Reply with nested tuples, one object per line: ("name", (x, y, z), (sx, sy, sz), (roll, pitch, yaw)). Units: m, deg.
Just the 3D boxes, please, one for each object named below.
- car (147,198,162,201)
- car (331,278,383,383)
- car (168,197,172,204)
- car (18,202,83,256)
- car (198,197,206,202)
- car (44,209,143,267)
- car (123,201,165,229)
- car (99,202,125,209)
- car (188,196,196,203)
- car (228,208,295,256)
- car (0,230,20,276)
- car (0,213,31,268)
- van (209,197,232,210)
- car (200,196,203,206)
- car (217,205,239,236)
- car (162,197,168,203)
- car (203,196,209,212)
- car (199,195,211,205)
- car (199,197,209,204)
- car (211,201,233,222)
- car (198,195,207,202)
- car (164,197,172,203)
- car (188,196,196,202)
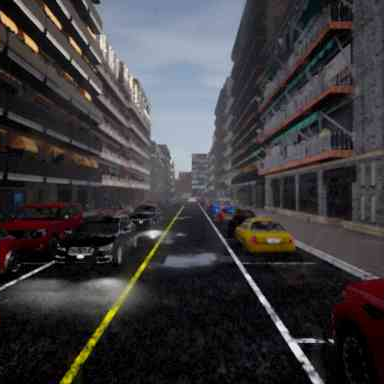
("car", (-5.706, 1.731, 46.323), (1.887, 1.381, 4.507), (0, 0, 0))
("car", (2.688, 1.323, 1.975), (2.192, 1.841, 5.009), (0, 0, 0))
("car", (-5.714, 1.901, 74.042), (1.947, 1.339, 4.313), (0, 0, 0))
("car", (-5.696, 1.360, 13.063), (2.192, 1.841, 5.009), (0, 0, 0))
("car", (2.662, 1.984, 90.703), (1.887, 1.381, 4.507), (0, 0, 0))
("car", (-3.102, 1.545, 11.652), (1.837, 1.490, 4.892), (0, 0, 0))
("car", (-3.099, 1.585, 22.575), (1.837, 1.490, 4.892), (0, 0, 0))
("car", (-5.699, 1.525, 24.150), (1.967, 1.590, 4.097), (0, 0, 0))
("car", (-0.021, 1.865, 76.459), (1.812, 1.442, 4.674), (0, 0, 0))
("car", (2.685, 1.572, 13.237), (1.752, 1.417, 4.829), (0, 0, 0))
("car", (-3.104, 1.358, 1.646), (2.097, 1.767, 4.553), (0, 0, 0))
("car", (-5.694, 1.466, 7.519), (1.967, 1.590, 4.097), (0, 0, 0))
("van", (2.679, 1.450, 29.705), (1.690, 1.788, 3.998), (0, 0, 0))
("car", (2.673, 1.766, 51.885), (2.008, 1.369, 4.403), (0, 0, 0))
("car", (2.683, 1.631, 18.612), (1.947, 1.339, 4.313), (0, 0, 0))
("car", (-5.709, 1.788, 57.411), (1.887, 1.381, 4.507), (0, 0, 0))
("car", (2.676, 1.599, 40.794), (1.967, 1.590, 4.097), (0, 0, 0))
("car", (2.667, 1.619, 68.523), (2.192, 1.841, 5.009), (0, 0, 0))
("car", (2.667, 1.886, 74.067), (2.008, 1.369, 4.403), (0, 0, 0))
("car", (2.682, 1.630, 24.158), (1.887, 1.381, 4.507), (0, 0, 0))
("car", (2.670, 1.818, 62.976), (1.887, 1.381, 4.507), (0, 0, 0))
("car", (-5.716, 1.950, 79.584), (1.802, 1.307, 4.206), (0, 0, 0))
("car", (-0.023, 1.752, 86.464), (1.882, 1.535, 5.008), (0, 0, 0))
